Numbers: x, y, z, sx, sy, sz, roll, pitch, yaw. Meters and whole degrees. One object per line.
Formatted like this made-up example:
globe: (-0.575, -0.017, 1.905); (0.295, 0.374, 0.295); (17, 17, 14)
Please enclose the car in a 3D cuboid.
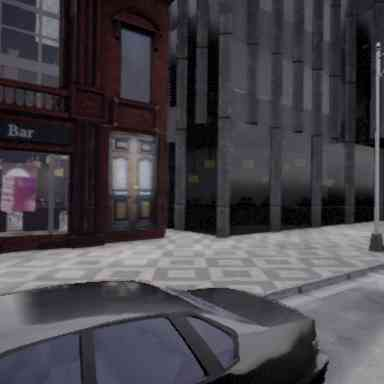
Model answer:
car: (-1.156, 1.547, 2.553); (5.357, 1.411, 2.033); (0, 0, -36)
